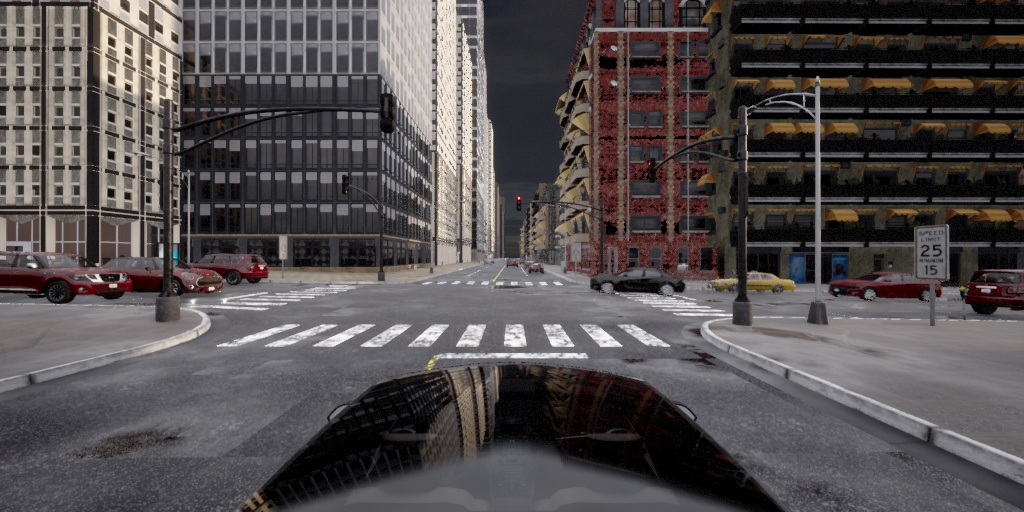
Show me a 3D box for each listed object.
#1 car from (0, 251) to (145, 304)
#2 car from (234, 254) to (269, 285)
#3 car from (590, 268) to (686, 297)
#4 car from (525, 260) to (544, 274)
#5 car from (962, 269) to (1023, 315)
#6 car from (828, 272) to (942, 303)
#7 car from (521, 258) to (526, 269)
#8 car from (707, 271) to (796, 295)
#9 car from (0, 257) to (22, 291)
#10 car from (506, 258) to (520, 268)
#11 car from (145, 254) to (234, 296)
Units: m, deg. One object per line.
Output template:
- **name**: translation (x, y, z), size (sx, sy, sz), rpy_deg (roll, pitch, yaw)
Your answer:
- **car**: translation (-17.560, 0.757, 13.484), size (5.009, 1.841, 2.192), rpy_deg (0, 0, 0)
- **car**: translation (-17.684, 0.776, 21.863), size (5.009, 1.841, 2.192), rpy_deg (0, 0, 0)
- **car**: translation (6.956, 1.389, 20.075), size (5.008, 1.535, 1.882), rpy_deg (1, 0, 10)
- **car**: translation (2.793, 1.341, 41.816), size (1.802, 1.307, 4.207), rpy_deg (0, 0, 0)
- **car**: translation (20.614, 1.461, 13.799), size (5.009, 1.841, 2.192), rpy_deg (0, 0, 0)
- **car**: translation (20.202, 1.630, 19.556), size (5.008, 1.535, 1.882), rpy_deg (1, 0, 0)
- **car**: translation (2.760, 1.317, 54.733), size (2.007, 1.370, 4.403), rpy_deg (0, 0, 0)
- **car**: translation (14.657, 1.587, 22.103), size (4.829, 1.417, 1.751), rpy_deg (0, 0, 0)
- **car**: translation (-25.715, 0.774, 16.016), size (5.008, 1.535, 1.882), rpy_deg (1, 0, -1)
- **car**: translation (0.082, 1.125, 63.972), size (2.097, 1.767, 4.553), rpy_deg (0, 0, 0)
- **car**: translation (-15.724, 0.835, 16.089), size (4.553, 1.767, 2.097), rpy_deg (1, 0, 0)
